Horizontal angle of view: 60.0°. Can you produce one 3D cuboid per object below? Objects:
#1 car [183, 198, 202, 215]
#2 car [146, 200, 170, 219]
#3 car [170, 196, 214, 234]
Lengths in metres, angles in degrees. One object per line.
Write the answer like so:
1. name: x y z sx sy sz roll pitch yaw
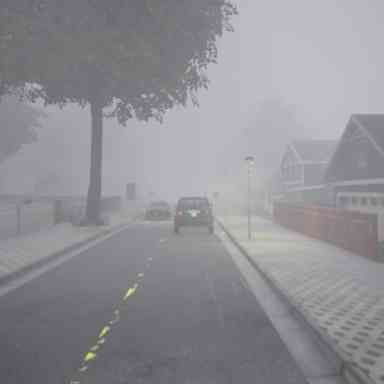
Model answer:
1. car: 0.096 1.491 35.493 1.882 1.535 5.008 0 0 0
2. car: -2.839 1.479 29.012 1.882 1.535 5.008 0 0 0
3. car: 0.092 1.220 19.509 2.150 2.045 5.566 0 0 0
